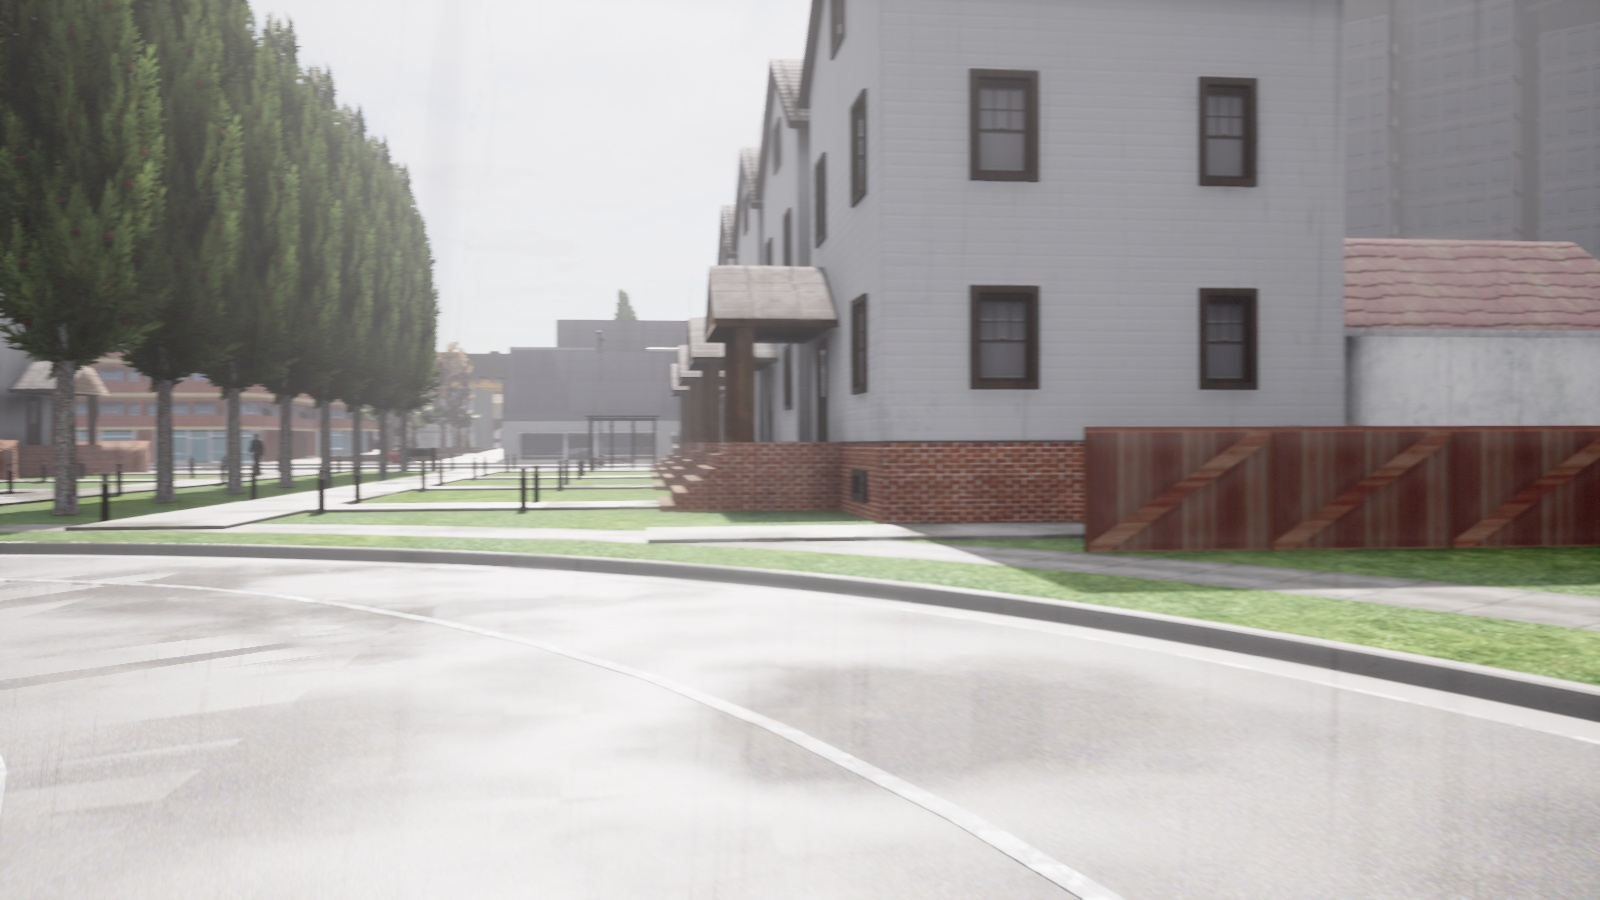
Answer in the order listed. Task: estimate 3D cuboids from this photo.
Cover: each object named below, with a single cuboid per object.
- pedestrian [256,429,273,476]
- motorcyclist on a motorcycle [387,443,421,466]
[{"bbox_3d":[-22.133,0.100,51.875,0.423,1.949,0.788,0,0,-5],"label":"pedestrian"},{"bbox_3d":[-26.581,0.300,84.316,2.044,1.523,0.797,0,0,-7],"label":"motorcyclist on a motorcycle"}]
